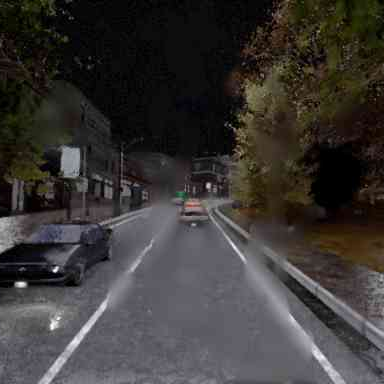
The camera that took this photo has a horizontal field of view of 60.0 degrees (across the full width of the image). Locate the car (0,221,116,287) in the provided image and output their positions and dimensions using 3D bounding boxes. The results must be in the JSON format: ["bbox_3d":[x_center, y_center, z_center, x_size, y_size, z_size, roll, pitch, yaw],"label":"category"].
[{"bbox_3d":[-3.597,1.566,9.659,2.033,1.411,5.357,0,0,0],"label":"car"}]

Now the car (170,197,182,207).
[{"bbox_3d":[-2.284,1.623,52.513,1.837,1.490,4.892,-1,0,8],"label":"car"}]

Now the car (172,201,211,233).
[{"bbox_3d":[0.106,1.531,20.095,2.128,1.511,4.902,0,0,0],"label":"car"}]

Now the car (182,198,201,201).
[{"bbox_3d":[0.256,1.419,38.014,2.097,1.767,4.553,0,0,2],"label":"car"}]
